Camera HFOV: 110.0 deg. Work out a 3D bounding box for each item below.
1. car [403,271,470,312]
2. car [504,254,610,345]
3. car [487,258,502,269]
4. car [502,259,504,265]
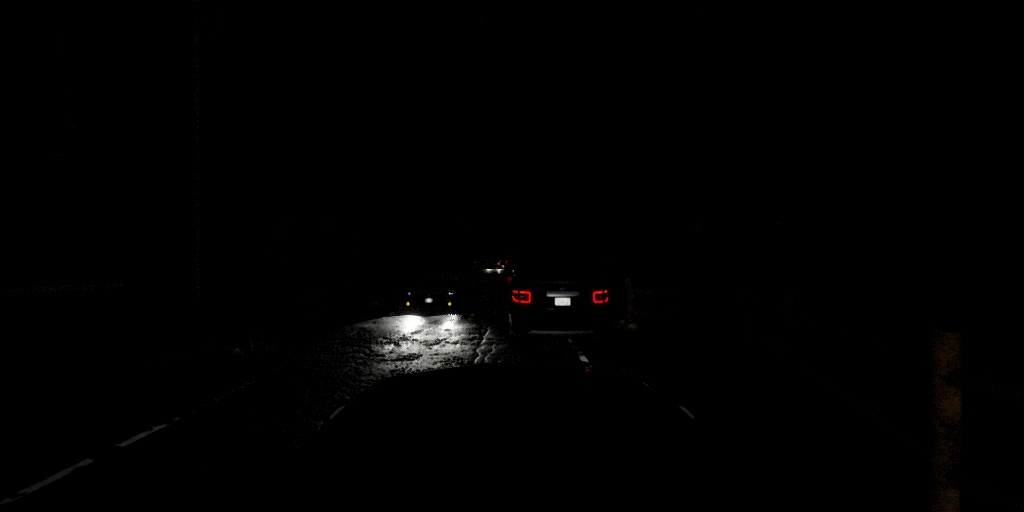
[{"bbox_3d":[-2.827,1.312,14.147,1.994,1.385,4.181,0,0,0],"label":"car"},{"bbox_3d":[0.978,0.972,9.582,2.150,2.045,5.566,0,0,0],"label":"car"},{"bbox_3d":[-2.758,1.119,55.589,2.097,1.767,4.553,0,0,0],"label":"car"},{"bbox_3d":[0.136,1.260,38.780,1.837,1.490,4.892,0,0,0],"label":"car"}]
